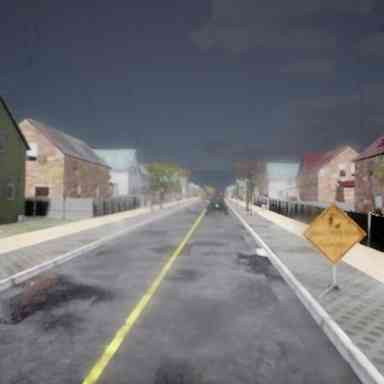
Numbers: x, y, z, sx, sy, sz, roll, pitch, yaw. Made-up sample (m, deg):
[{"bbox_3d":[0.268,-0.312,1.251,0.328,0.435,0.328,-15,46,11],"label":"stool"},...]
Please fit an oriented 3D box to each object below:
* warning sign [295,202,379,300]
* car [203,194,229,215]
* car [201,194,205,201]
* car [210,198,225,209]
[{"bbox_3d":[2.950,1.148,6.946,1.300,1.860,1.060,0,-1,4],"label":"warning sign"},{"bbox_3d":[2.561,1.330,33.192,2.097,1.767,4.553,1,0,5],"label":"car"},{"bbox_3d":[3.129,1.257,76.065,1.882,1.535,5.008,1,0,5],"label":"car"},{"bbox_3d":[3.570,1.565,46.306,1.994,1.385,4.181,1,0,5],"label":"car"}]
